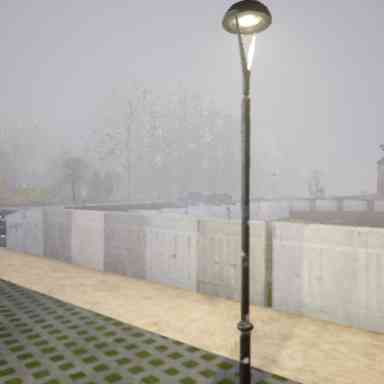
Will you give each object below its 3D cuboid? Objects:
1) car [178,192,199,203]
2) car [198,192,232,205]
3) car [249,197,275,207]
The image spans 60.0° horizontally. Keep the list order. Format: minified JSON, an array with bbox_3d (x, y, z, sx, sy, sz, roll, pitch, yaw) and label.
[{"bbox_3d":[0.117,0.690,46.256,1.882,1.535,5.008,4,3,42],"label":"car"},{"bbox_3d":[3.508,0.859,45.188,1.837,1.490,4.892,4,3,42],"label":"car"},{"bbox_3d":[8.413,1.268,40.832,1.895,1.301,4.718,4,3,41],"label":"car"}]
